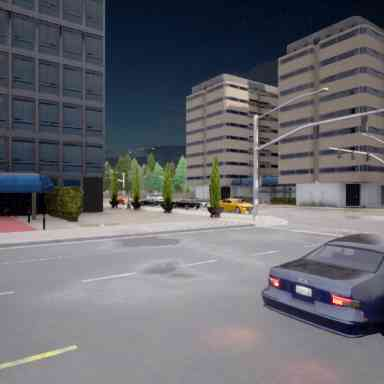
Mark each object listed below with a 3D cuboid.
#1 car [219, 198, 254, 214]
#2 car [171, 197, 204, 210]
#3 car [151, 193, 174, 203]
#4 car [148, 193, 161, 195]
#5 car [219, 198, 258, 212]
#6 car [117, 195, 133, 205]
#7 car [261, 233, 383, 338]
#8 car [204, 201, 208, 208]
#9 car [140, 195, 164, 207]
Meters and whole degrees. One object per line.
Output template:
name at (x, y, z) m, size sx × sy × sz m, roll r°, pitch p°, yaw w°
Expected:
car at (4.495, 1.478, 35.987) m, size 1.882 × 1.535 × 5.008 m, roll 0°, pitch 0°, yaw -35°
car at (-0.865, 1.601, 43.641) m, size 1.895 × 1.301 × 4.718 m, roll 0°, pitch 0°, yaw -35°
car at (-6.254, 1.222, 69.912) m, size 2.150 × 2.045 × 5.566 m, roll 0°, pitch 0°, yaw -35°
car at (-5.783, 1.221, 56.788) m, size 2.150 × 2.045 × 5.566 m, roll 0°, pitch 0°, yaw -34°
car at (5.594, 1.505, 40.521) m, size 1.837 × 1.490 × 4.892 m, roll 0°, pitch 0°, yaw -35°
car at (-11.976, 1.352, 59.577) m, size 2.097 × 1.767 × 4.553 m, roll 0°, pitch 0°, yaw -35°
car at (3.750, 1.547, 6.496) m, size 5.357 × 1.411 × 2.033 m, roll 0°, pitch 0°, yaw -35°
car at (0.282, 1.491, 48.105) m, size 2.128 × 1.511 × 4.902 m, roll 0°, pitch 0°, yaw -35°
car at (-6.138, 1.601, 51.174) m, size 1.895 × 1.301 × 4.718 m, roll 0°, pitch 0°, yaw -35°
